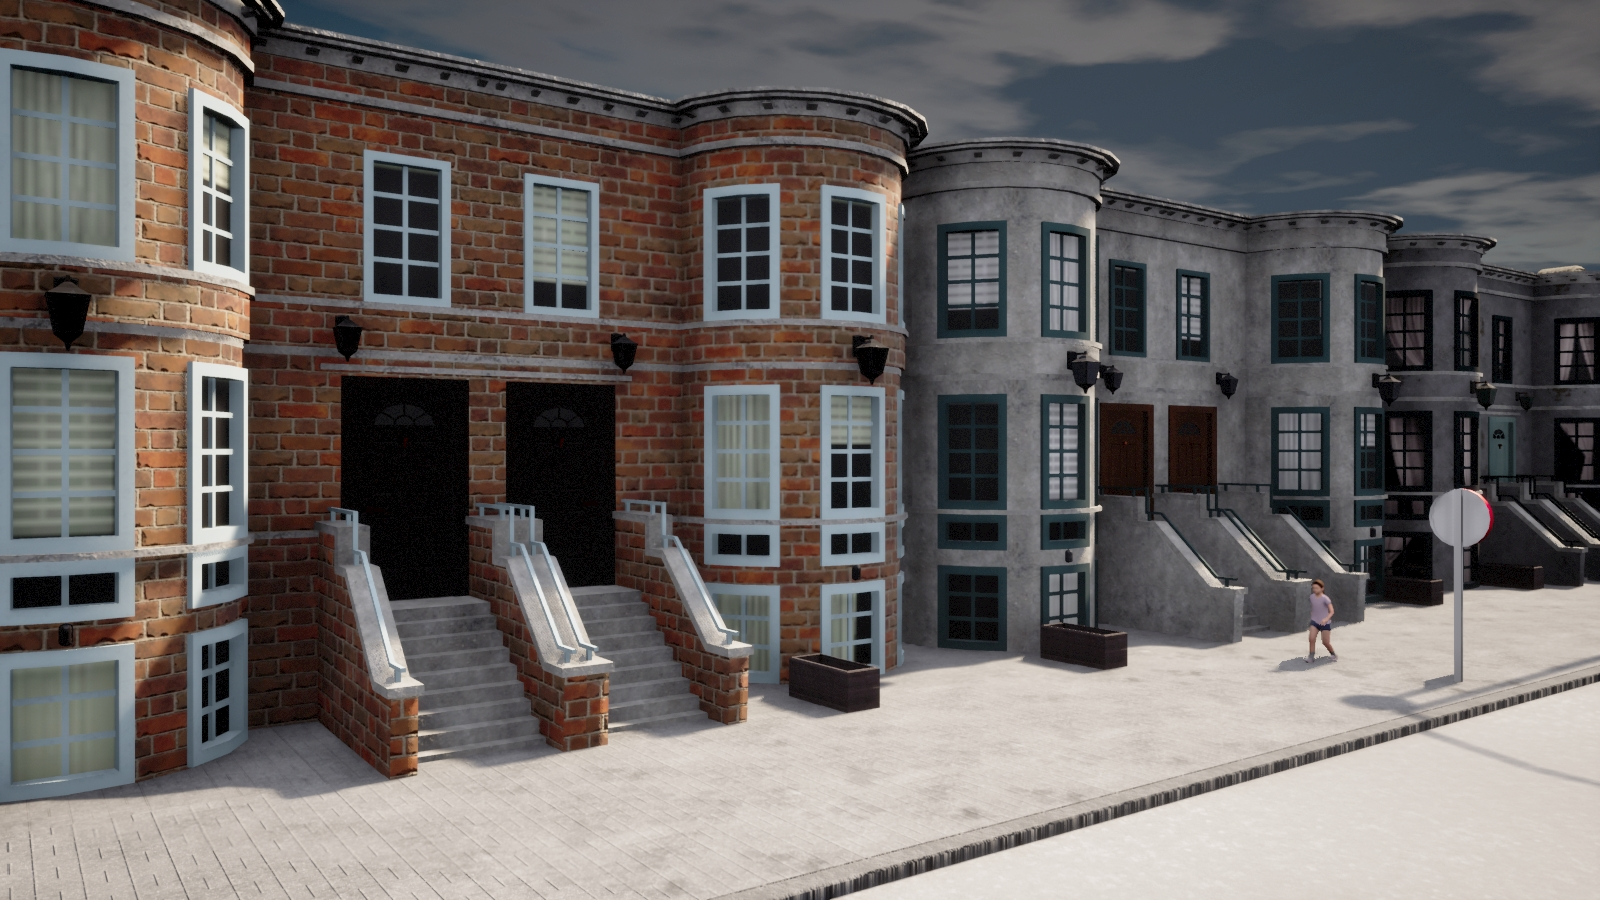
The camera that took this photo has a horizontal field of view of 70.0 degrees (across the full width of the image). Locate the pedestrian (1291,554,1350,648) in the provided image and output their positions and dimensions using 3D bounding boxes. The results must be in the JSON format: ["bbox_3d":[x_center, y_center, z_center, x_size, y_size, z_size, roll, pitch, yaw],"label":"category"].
[{"bbox_3d":[6.613,1.904,14.512,0.500,1.100,0.500,0,0,-37],"label":"pedestrian"}]
